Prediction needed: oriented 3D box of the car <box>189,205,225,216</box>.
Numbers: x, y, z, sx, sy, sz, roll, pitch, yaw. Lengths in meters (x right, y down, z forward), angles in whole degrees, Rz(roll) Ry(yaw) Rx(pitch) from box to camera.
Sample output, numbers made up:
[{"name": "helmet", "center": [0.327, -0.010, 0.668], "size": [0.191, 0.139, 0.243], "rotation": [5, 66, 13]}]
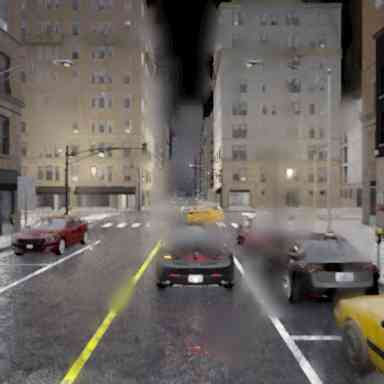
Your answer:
[{"name": "car", "center": [1.210, 1.735, 25.976], "size": [1.882, 1.535, 5.008], "rotation": [-1, -1, 17]}]

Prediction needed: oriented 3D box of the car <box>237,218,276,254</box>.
[{"name": "car", "center": [2.859, 1.720, 13.899], "size": [1.802, 1.307, 4.206], "rotation": [-1, -1, 0]}]

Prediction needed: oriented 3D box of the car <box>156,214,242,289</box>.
[{"name": "car", "center": [0.073, 1.600, 9.433], "size": [1.837, 1.490, 4.892], "rotation": [0, -1, 0]}]

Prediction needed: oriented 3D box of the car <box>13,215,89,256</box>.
[{"name": "car", "center": [-5.687, 1.683, 13.892], "size": [1.887, 1.381, 4.507], "rotation": [-1, -1, 0]}]

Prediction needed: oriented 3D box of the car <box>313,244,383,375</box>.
[{"name": "car", "center": [2.864, 1.555, 2.898], "size": [1.752, 1.417, 4.829], "rotation": [-1, -1, 0]}]

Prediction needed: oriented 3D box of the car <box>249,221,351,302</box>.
[{"name": "car", "center": [2.862, 1.649, 8.314], "size": [1.947, 1.339, 4.313], "rotation": [-1, -1, 0]}]
